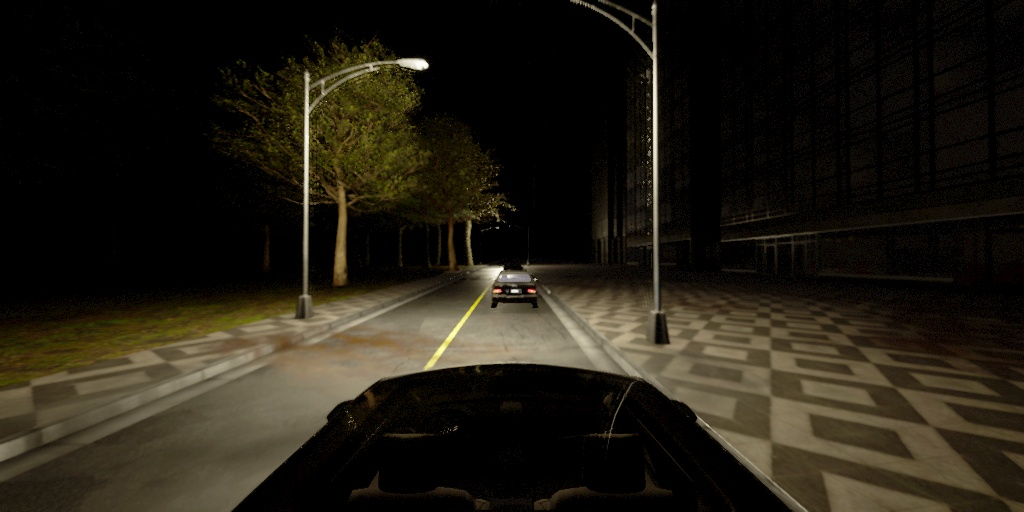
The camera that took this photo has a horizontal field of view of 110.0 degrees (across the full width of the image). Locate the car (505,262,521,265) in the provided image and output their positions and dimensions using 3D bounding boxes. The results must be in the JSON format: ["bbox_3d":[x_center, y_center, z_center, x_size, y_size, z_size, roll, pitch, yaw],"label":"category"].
[{"bbox_3d":[0.090,1.267,33.693,1.837,1.490,4.892,0,0,0],"label":"car"}]

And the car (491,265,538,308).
[{"bbox_3d":[0.095,1.295,15.221,2.033,1.411,5.357,0,0,0],"label":"car"}]
